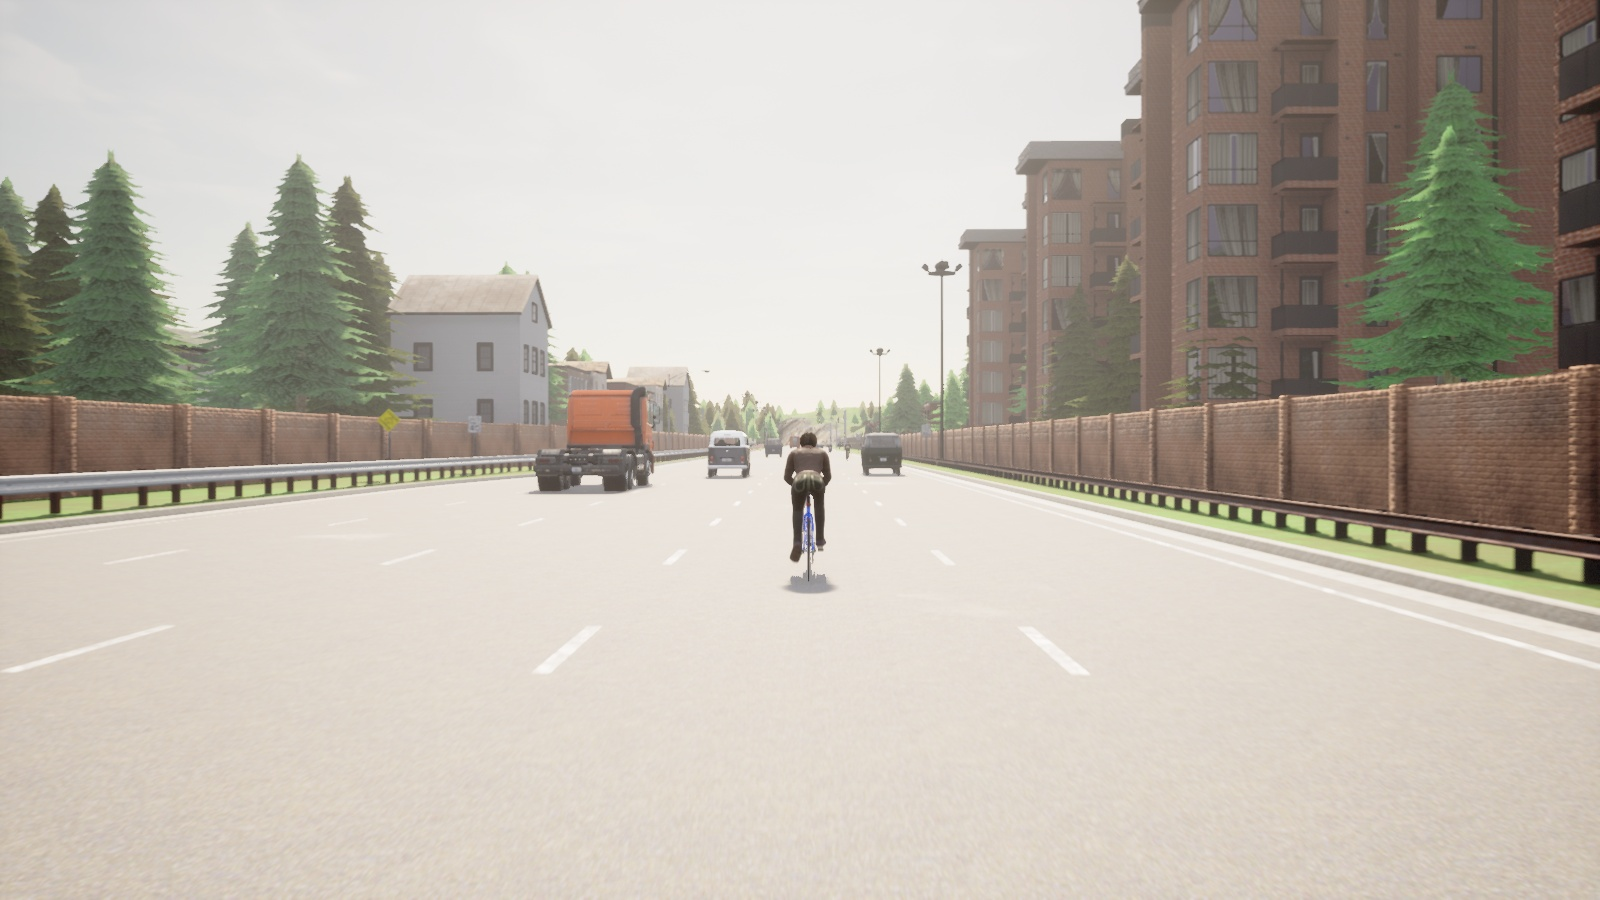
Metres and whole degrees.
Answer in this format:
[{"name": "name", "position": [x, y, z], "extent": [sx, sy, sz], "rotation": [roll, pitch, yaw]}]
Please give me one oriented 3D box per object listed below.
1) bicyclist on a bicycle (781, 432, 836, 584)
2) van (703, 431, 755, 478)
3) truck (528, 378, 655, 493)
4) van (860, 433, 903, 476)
[{"name": "bicyclist on a bicycle", "position": [0.096, 0.624, 14.206], "extent": [0.582, 1.620, 1.656], "rotation": [0, 0, 0]}, {"name": "van", "position": [-3.165, 0.164, 56.706], "extent": [2.069, 2.038, 4.480], "rotation": [0, 0, 0]}, {"name": "truck", "position": [-6.747, -0.465, 41.902], "extent": [2.891, 3.462, 7.936], "rotation": [0, 0, 0]}, {"name": "van", "position": [3.856, 0.181, 60.045], "extent": [1.775, 1.987, 4.442], "rotation": [0, 0, 0]}]
